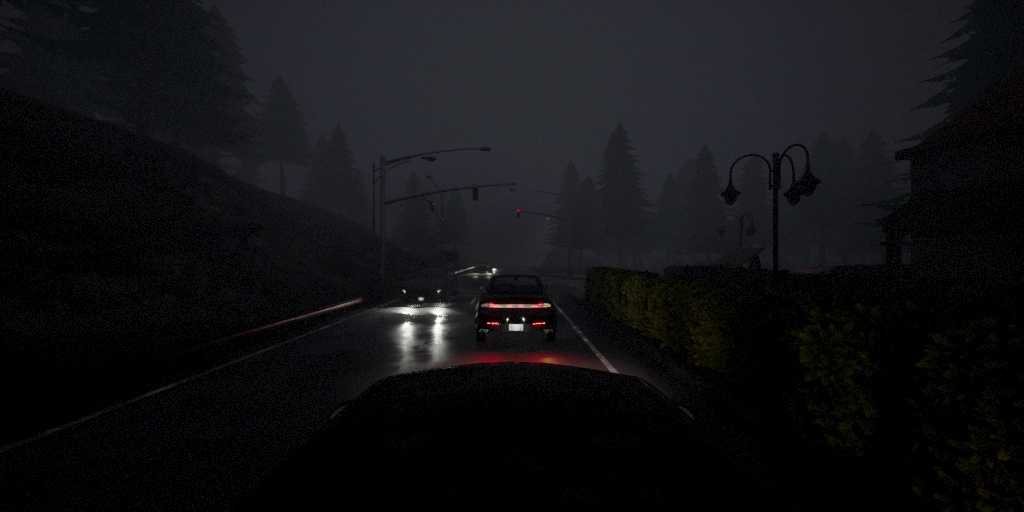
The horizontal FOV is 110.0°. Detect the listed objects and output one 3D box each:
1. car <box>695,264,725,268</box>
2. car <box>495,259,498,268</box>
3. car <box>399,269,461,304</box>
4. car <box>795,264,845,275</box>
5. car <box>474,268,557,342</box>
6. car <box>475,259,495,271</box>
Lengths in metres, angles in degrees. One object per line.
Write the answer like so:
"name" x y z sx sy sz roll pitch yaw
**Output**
"car" 15.756 1.417 29.547 4.892 1.490 1.837 0 0 0
"car" -3.400 1.243 59.157 2.128 1.511 4.902 0 0 0
"car" -3.566 1.297 16.712 2.033 1.411 5.357 0 0 0
"car" 26.105 1.390 29.457 5.008 1.535 1.882 0 0 1
"car" 0.095 1.242 9.740 2.128 1.511 4.902 0 0 0
"car" -3.507 1.228 44.750 1.882 1.535 5.008 0 0 0
